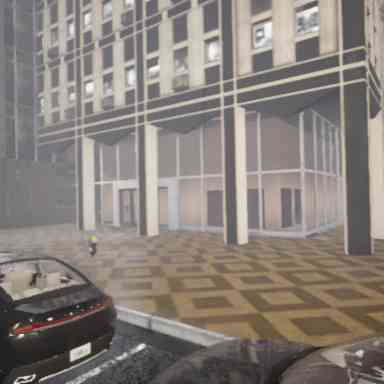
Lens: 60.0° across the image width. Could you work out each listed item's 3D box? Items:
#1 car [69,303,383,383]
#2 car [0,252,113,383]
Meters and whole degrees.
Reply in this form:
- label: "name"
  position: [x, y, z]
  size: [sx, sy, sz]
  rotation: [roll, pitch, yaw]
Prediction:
- label: "car"
  position: [1.561, 1.547, 1.776]
  size: [4.403, 1.369, 2.008]
  rotation: [-1, -1, 35]
- label: "car"
  position: [-3.043, 1.603, 5.054]
  size: [4.403, 1.369, 2.008]
  rotation: [-1, -1, 35]
